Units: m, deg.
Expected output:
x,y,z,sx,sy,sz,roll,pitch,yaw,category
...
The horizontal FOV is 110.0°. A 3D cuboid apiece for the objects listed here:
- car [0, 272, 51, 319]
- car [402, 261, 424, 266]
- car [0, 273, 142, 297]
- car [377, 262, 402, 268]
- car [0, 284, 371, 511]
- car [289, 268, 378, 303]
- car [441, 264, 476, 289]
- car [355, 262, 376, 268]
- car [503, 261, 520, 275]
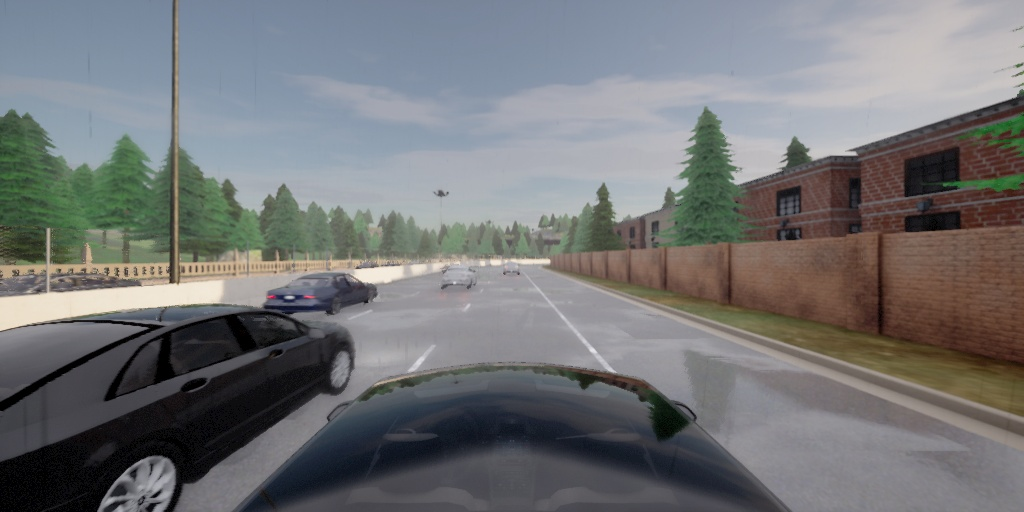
x,y,z,sx,sy,sz,roll,pitch,yaw,category
-17.634,1.300,10.547,1.837,1.490,4.892,0,0,0,car
-14.207,1.448,52.867,1.812,1.442,4.674,0,0,0,car
-14.135,1.288,10.839,2.128,1.511,4.902,0,0,0,car
-17.707,1.519,52.822,1.895,1.301,4.718,0,0,0,car
-3.406,1.266,3.793,1.837,1.490,4.892,0,0,0,car
-6.947,1.357,13.682,2.033,1.411,5.357,0,0,0,car
-3.489,1.387,24.051,1.812,1.442,4.674,0,0,0,car
-21.207,1.559,52.838,2.033,1.411,5.357,0,0,0,car
-0.070,1.485,43.864,1.812,1.442,4.674,0,-1,0,car
